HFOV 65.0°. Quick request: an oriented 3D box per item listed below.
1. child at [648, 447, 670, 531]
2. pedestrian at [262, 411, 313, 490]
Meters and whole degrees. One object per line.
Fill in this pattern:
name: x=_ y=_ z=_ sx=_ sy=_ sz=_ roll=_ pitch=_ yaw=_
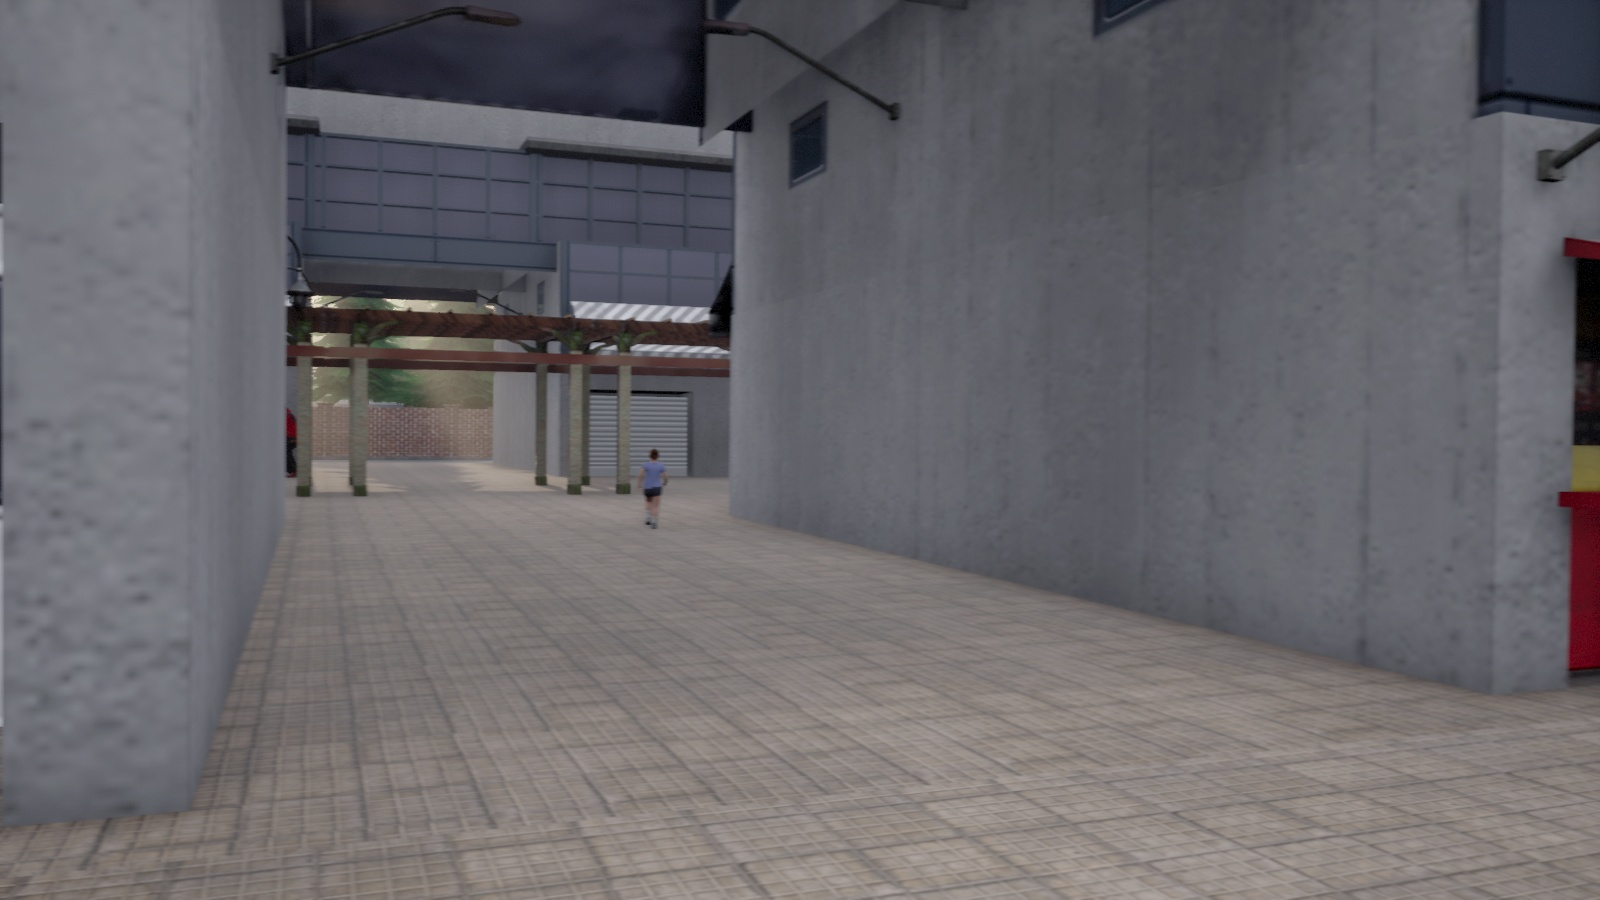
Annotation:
child: x=-1.896 y=0.524 z=16.903 sx=0.255 sy=1.110 sz=0.394 roll=-1 pitch=1 yaw=-3
pedestrian: x=-12.143 y=0.006 z=29.744 sx=0.634 sy=1.844 sz=0.899 roll=0 pitch=1 yaw=38
